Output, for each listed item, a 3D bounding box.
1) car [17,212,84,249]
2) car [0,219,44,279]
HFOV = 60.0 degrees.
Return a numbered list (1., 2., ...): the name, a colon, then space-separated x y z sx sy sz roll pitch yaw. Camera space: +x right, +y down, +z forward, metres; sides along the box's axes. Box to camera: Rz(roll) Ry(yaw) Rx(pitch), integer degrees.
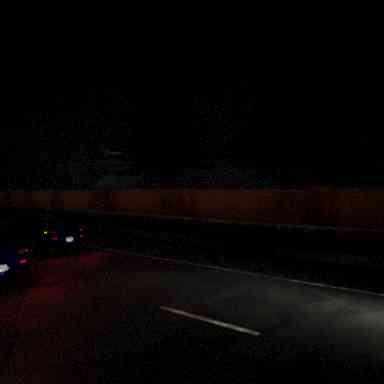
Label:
1. car: -6.183 1.536 13.532 4.674 1.442 1.812 0 0 40
2. car: -6.020 1.530 8.830 4.674 1.442 1.812 0 0 39
